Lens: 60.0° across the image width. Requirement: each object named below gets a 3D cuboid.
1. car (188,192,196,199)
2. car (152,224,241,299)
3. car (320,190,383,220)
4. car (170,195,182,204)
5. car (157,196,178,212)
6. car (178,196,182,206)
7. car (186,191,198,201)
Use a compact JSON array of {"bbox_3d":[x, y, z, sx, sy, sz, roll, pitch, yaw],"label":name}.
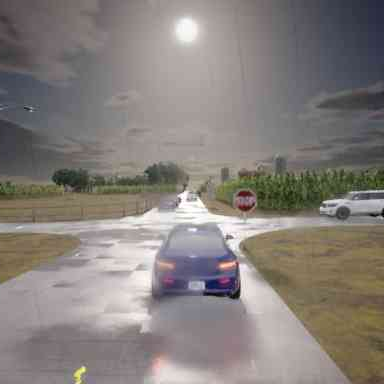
[{"bbox_3d":[-0.034,0.808,79.429,1.812,1.442,4.674,0,1,0],"label":"car"},{"bbox_3d":[0.089,1.524,8.307,1.812,1.442,4.674,0,0,0],"label":"car"},{"bbox_3d":[12.447,0.930,24.651,5.566,2.045,2.150,-1,0,0],"label":"car"},{"bbox_3d":[-2.842,1.292,59.141,1.895,1.301,4.718,0,1,0],"label":"car"},{"bbox_3d":[-2.807,1.381,37.146,1.837,1.490,4.892,0,0,-2],"label":"car"},{"bbox_3d":[-2.862,1.280,46.970,1.882,1.535,5.008,0,0,0],"label":"car"},{"bbox_3d":[-0.030,0.805,69.038,2.150,2.045,5.566,0,1,0],"label":"car"}]
